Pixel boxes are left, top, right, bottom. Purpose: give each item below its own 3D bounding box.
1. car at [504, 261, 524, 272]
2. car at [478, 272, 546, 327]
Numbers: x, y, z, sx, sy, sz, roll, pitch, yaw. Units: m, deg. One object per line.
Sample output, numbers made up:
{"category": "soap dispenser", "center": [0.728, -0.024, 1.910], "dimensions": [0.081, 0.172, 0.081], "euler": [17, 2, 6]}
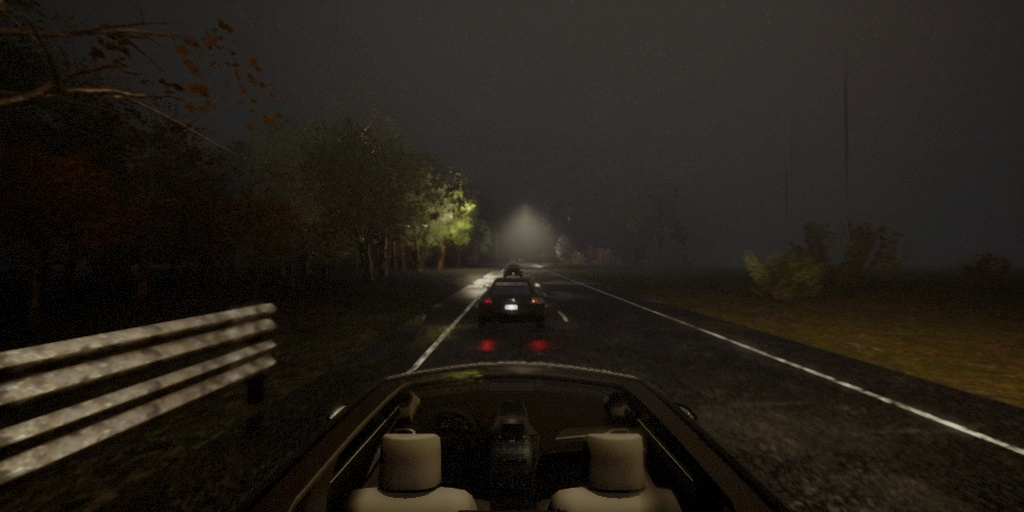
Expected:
{"category": "car", "center": [0.127, 1.504, 36.725], "dimensions": [1.812, 1.442, 4.674], "euler": [0, 0, 0]}
{"category": "car", "center": [-0.003, 1.384, 11.809], "dimensions": [1.994, 1.385, 4.181], "euler": [0, 0, 0]}
